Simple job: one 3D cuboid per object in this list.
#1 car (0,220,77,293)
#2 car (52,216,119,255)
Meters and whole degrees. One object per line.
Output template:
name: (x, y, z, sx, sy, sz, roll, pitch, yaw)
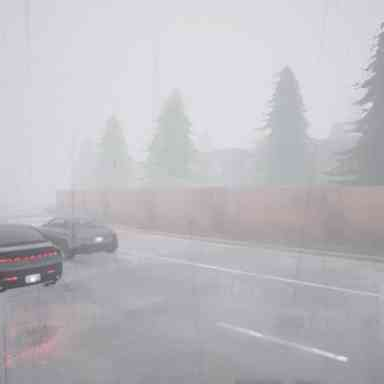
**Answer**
car: (-5.087, 1.523, 8.418, 4.892, 1.490, 1.837, 0, 0, 41)
car: (-4.657, 1.600, 12.796, 4.181, 1.385, 1.994, 0, 0, 43)
